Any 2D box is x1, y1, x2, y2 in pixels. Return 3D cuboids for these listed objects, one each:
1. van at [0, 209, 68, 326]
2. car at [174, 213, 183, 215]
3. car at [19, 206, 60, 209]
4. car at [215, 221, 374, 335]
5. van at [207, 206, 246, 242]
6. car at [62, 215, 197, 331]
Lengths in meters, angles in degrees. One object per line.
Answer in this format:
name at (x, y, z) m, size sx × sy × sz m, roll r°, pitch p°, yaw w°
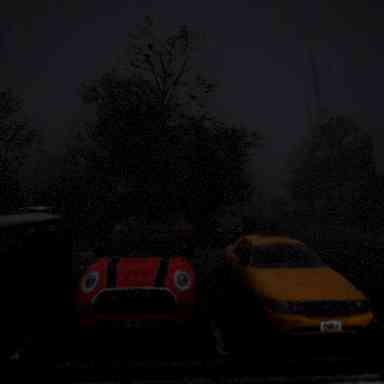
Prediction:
van at (-4.069, 1.507, 7.544) m, size 1.878 × 1.987 × 4.442 m, roll 0°, pitch -2°, yaw -3°
car at (-0.835, 2.066, 20.034) m, size 1.946 × 1.575 × 5.366 m, roll 0°, pitch -2°, yaw -3°
car at (-9.197, 1.880, 19.437) m, size 2.435 × 2.045 × 5.566 m, roll -1°, pitch -2°, yaw -3°
car at (1.895, 1.689, 7.515) m, size 1.946 × 1.575 × 5.366 m, roll 0°, pitch -2°, yaw -3°
van at (1.969, 1.825, 19.869) m, size 1.878 × 1.987 × 4.442 m, roll 0°, pitch -2°, yaw -3°
car at (-1.030, 1.582, 7.598) m, size 2.185 × 1.767 × 4.553 m, roll 0°, pitch -2°, yaw -3°
